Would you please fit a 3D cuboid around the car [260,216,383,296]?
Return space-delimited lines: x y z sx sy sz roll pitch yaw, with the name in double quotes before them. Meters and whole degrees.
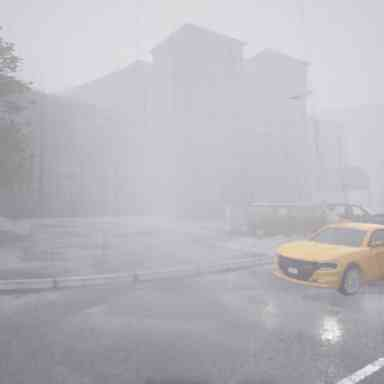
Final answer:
"car" 4.391 1.591 9.046 5.008 1.535 1.882 2 -1 -34

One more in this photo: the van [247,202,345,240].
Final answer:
"van" 5.164 1.541 17.156 4.442 1.987 1.878 0 -2 34

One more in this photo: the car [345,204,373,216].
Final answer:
"car" 7.463 1.757 18.988 4.553 1.767 2.185 0 -2 34

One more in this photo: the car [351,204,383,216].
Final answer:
"car" 9.943 1.759 20.717 5.566 2.045 2.435 0 -3 34
